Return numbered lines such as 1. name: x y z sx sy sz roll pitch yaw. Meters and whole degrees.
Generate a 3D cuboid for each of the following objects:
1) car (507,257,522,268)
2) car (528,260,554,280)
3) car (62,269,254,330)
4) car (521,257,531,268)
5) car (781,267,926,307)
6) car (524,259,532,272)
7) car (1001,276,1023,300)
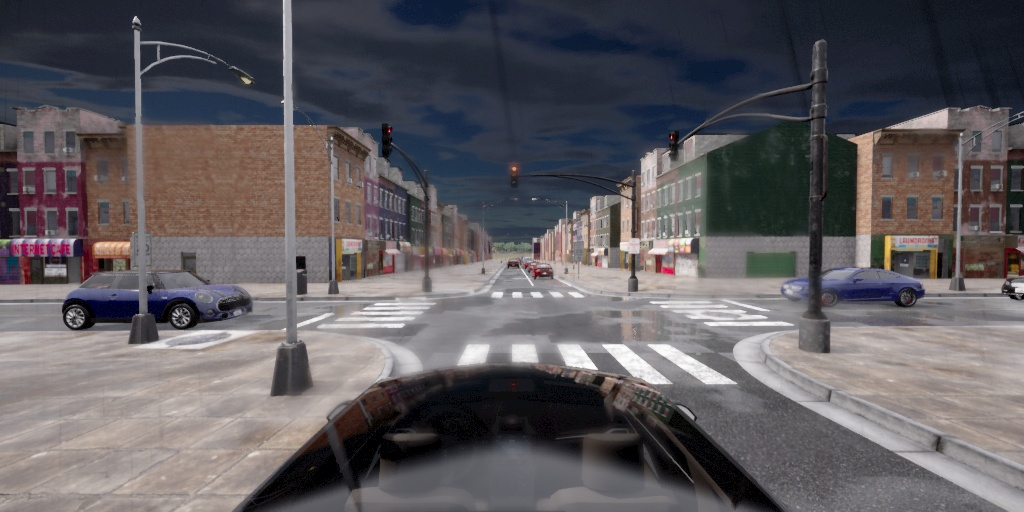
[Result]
1. car: 0.216 1.226 59.284 1.882 1.535 5.008 0 0 0
2. car: 2.697 1.292 31.655 1.888 1.381 4.507 0 0 0
3. car: -10.791 1.203 11.184 4.553 1.767 2.097 0 1 0
4. car: 2.742 1.293 53.785 1.888 1.381 4.507 0 0 0
5. car: 13.299 1.160 14.104 4.674 1.442 1.812 0 1 1
6. car: 2.719 1.329 42.720 1.802 1.307 4.207 0 0 0
7. car: 22.460 1.087 14.060 4.902 1.511 2.128 0 1 0
